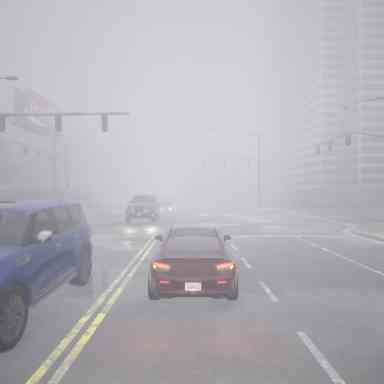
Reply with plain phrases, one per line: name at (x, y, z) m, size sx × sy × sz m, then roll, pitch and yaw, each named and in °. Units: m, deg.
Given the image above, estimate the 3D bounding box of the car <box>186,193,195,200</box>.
car at (-0.398, 1.184, 88.318) m, size 2.097 × 1.767 × 4.553 m, roll 0°, pitch 0°, yaw 0°

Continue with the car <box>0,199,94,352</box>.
car at (-3.623, 1.219, 6.507) m, size 2.150 × 2.045 × 5.566 m, roll 0°, pitch 0°, yaw 0°

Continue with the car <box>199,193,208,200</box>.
car at (3.102, 1.184, 88.334) m, size 2.097 × 1.767 × 4.553 m, roll 0°, pitch 0°, yaw 0°

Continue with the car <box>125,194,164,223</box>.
car at (-3.711, 1.222, 25.968) m, size 2.150 × 2.045 × 5.566 m, roll 0°, pitch 0°, yaw 0°

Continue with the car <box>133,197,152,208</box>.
car at (-7.318, 1.492, 49.701) m, size 2.128 × 1.511 × 4.902 m, roll 0°, pitch 0°, yaw 0°

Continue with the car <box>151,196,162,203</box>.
car at (-7.313, 1.601, 68.613) m, size 1.895 × 1.301 × 4.718 m, roll 0°, pitch 0°, yaw 0°

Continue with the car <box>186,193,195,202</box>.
car at (-0.353, 1.584, 78.413) m, size 1.895 × 1.301 × 4.718 m, roll 0°, pitch 0°, yaw 0°

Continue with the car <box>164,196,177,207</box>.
car at (-3.823, 1.564, 51.084) m, size 1.994 × 1.385 × 4.181 m, roll 0°, pitch 0°, yaw 0°

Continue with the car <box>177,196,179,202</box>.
car at (-3.843, 1.526, 61.642) m, size 1.812 × 1.442 × 4.674 m, roll 0°, pitch 1°, yaw 0°

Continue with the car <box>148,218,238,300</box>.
car at (0.028, 1.526, 8.237) m, size 1.812 × 1.442 × 4.674 m, roll 0°, pitch 0°, yaw 0°

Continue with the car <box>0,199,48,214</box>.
car at (-17.852, 1.491, 34.625) m, size 4.902 × 1.511 × 2.128 m, roll 0°, pitch 0°, yaw -2°

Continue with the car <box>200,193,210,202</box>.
car at (3.149, 1.515, 78.046) m, size 2.128 × 1.511 × 4.902 m, roll 0°, pitch 0°, yaw 0°
